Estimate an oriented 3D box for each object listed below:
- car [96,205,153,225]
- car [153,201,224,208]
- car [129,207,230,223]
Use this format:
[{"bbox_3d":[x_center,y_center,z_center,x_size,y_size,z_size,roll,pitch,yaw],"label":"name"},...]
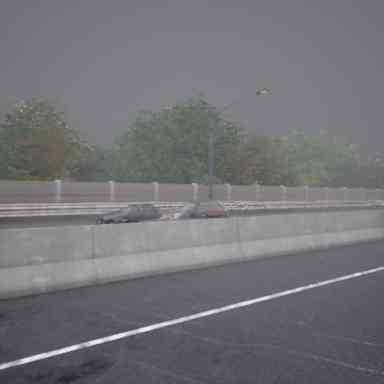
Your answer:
[{"bbox_3d":[-3.728,1.589,22.749,5.357,1.411,2.033,0,0,-35],"label":"car"},{"bbox_3d":[0.221,1.409,21.225,4.553,1.767,2.097,0,0,-35],"label":"car"},{"bbox_3d":[-0.420,1.642,16.519,4.718,1.301,1.895,0,0,-35],"label":"car"}]
